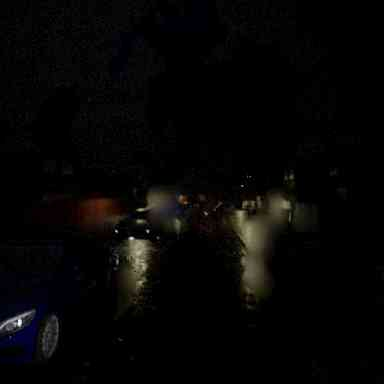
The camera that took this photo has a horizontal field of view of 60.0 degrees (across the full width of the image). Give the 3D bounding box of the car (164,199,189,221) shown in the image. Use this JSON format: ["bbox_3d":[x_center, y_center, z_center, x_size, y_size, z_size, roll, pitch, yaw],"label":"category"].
[{"bbox_3d":[-1.624,1.523,27.706,1.882,1.535,5.008,0,0,5],"label":"car"}]

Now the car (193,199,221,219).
[{"bbox_3d":[1.414,1.558,29.859,1.837,1.490,4.892,0,0,6],"label":"car"}]

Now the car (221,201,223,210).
[{"bbox_3d":[3.077,1.661,44.500,1.994,1.385,4.181,0,0,8],"label":"car"}]

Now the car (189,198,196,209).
[{"bbox_3d":[0.084,1.598,43.666,1.837,1.490,4.892,0,-1,8],"label":"car"}]

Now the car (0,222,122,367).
[{"bbox_3d":[-2.744,1.534,5.982,1.812,1.442,4.674,0,0,1],"label":"car"}]

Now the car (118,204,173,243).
[{"bbox_3d":[-2.400,1.571,16.648,2.033,1.411,5.357,0,0,3],"label":"car"}]
